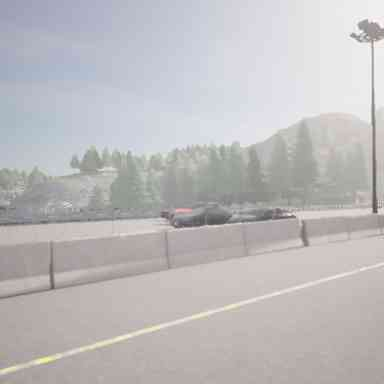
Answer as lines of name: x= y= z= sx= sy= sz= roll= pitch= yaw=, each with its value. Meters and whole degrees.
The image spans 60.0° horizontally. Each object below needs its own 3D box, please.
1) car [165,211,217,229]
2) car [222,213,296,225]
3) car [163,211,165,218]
car: x=0.847 y=1.713 z=22.159 sx=4.674 sy=1.442 sz=1.812 roll=0 pitch=-1 yaw=-37
car: x=4.355 y=1.669 z=20.417 sx=4.892 sy=1.490 sz=1.837 roll=0 pitch=-1 yaw=-37
car: x=-0.471 y=1.881 z=29.926 sx=4.718 sy=1.301 sz=1.895 roll=0 pitch=-1 yaw=-37
